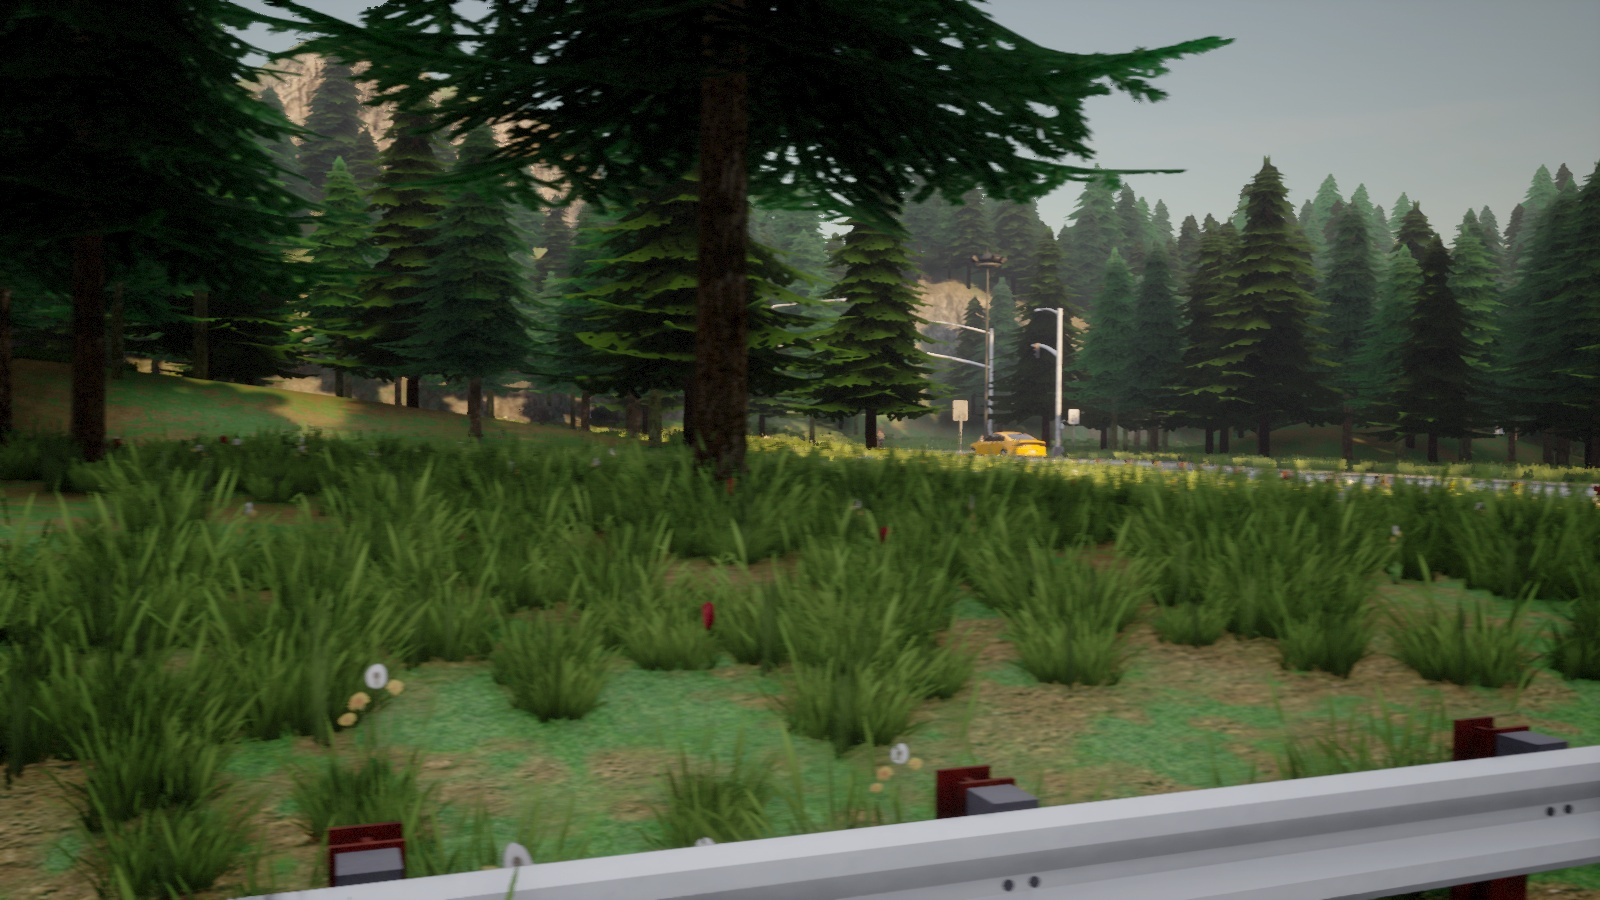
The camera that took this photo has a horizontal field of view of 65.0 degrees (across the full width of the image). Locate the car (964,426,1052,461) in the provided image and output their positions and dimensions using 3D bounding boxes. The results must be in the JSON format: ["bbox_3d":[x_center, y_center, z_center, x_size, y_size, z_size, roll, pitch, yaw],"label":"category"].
[{"bbox_3d":[9.798,-0.327,59.600,1.882,1.535,5.008,-1,1,-20],"label":"car"}]
